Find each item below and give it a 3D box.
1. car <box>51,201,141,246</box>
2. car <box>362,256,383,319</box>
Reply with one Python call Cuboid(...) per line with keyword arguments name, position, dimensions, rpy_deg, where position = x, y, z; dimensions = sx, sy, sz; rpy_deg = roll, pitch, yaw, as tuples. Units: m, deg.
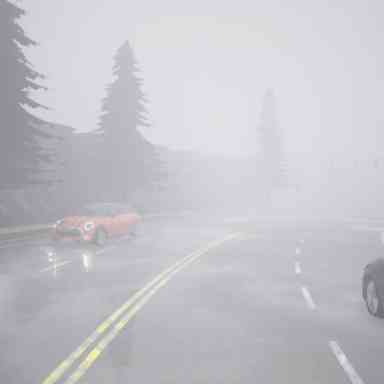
Cuboid(name="car", position=(-4.194, 1.326, 15.199), dimensions=(2.097, 1.767, 4.553), rpy_deg=(1, 0, 19))
Cuboid(name="car", position=(4.139, 1.399, 4.548), dimensions=(2.097, 1.767, 4.553), rpy_deg=(1, 0, 7))
